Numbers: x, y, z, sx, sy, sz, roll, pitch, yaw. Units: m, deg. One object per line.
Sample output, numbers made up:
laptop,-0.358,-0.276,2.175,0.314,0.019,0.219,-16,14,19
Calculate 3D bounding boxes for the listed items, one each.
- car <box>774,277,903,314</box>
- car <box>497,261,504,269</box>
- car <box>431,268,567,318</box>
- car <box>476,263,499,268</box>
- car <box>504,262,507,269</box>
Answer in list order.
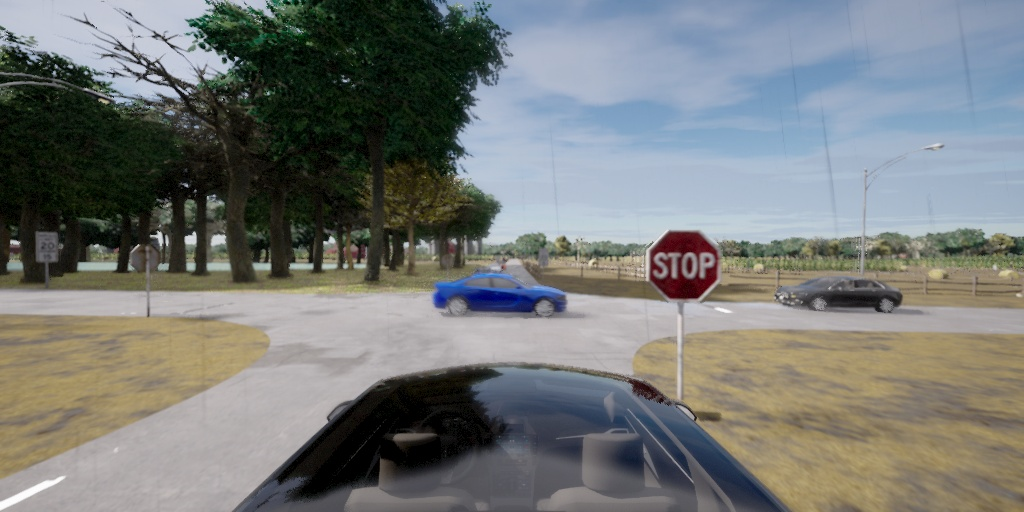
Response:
car,14.653,1.688,16.244,4.892,1.490,1.837,1,1,0
car,-2.325,1.700,46.806,1.812,1.442,4.674,0,-1,1
car,-0.459,1.401,13.487,5.008,1.535,1.882,1,1,0
car,-2.507,1.600,31.088,1.994,1.385,4.181,0,0,1
car,-2.048,1.666,64.662,2.097,1.767,4.553,0,0,1
